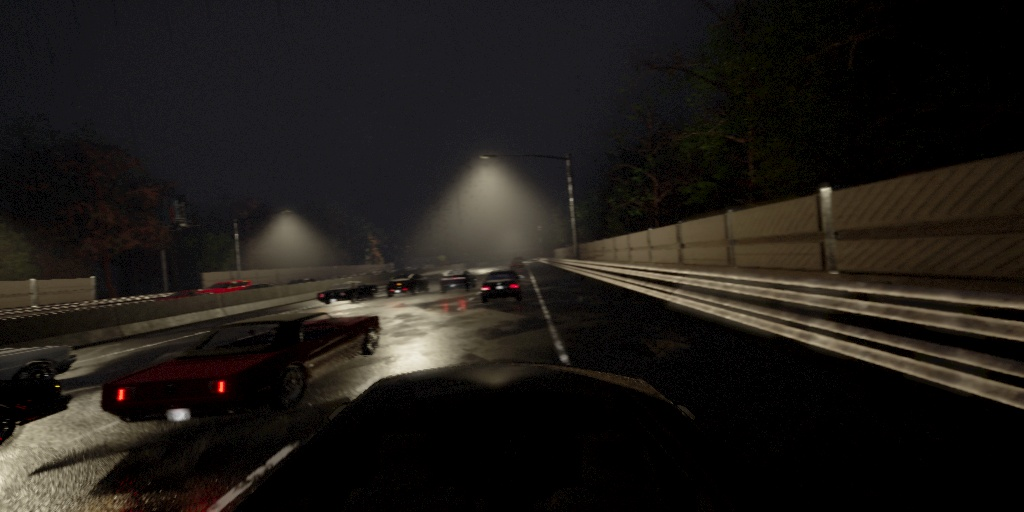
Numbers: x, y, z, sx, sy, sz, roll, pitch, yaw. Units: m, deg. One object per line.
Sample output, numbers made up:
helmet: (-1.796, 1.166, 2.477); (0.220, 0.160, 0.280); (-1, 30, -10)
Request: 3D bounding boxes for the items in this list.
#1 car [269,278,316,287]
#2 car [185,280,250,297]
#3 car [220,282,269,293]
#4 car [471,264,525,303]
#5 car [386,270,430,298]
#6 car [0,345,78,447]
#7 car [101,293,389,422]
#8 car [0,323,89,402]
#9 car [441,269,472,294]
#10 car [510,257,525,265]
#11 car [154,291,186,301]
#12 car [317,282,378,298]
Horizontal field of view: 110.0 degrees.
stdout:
car: (-20.885, 3.033, 35.124); (2.097, 1.767, 4.553); (-5, 0, 2)
car: (-27.879, 3.514, 34.952); (2.150, 2.045, 5.566); (-5, -1, 2)
car: (-24.402, 3.462, 34.041); (1.882, 1.535, 5.008); (-5, 0, 2)
car: (-0.439, 1.387, 17.691); (2.033, 1.411, 5.357); (-5, 0, 2)
car: (-7.084, 1.948, 24.798); (1.837, 1.490, 4.892); (-5, 0, 2)
car: (-7.817, 1.981, 3.009); (2.033, 1.411, 5.357); (-5, 0, 2)
car: (-4.194, 1.731, 6.794); (1.895, 1.301, 4.718); (-5, 0, 2)
car: (-11.191, 2.339, 6.240); (1.895, 1.301, 4.718); (-5, 0, 2)
car: (-3.601, 1.631, 24.640); (2.128, 1.511, 4.902); (-5, 0, 2)
car: (0.719, 1.350, 52.340); (1.882, 1.535, 5.008); (-5, 0, 2)
car: (-31.368, 4.070, 34.325); (1.882, 1.535, 5.008); (-5, 0, 2)
car: (-10.604, 2.347, 23.591); (1.895, 1.301, 4.718); (-5, 0, 2)
